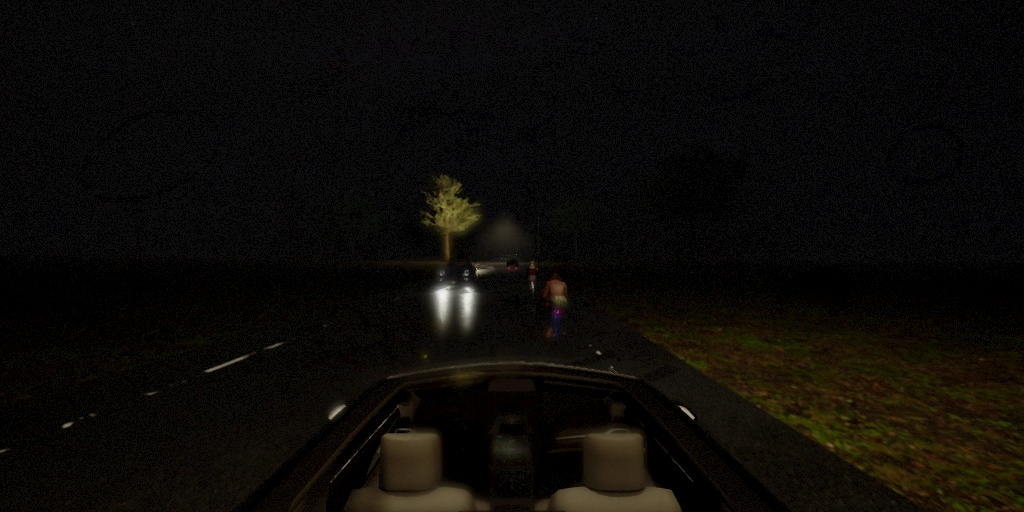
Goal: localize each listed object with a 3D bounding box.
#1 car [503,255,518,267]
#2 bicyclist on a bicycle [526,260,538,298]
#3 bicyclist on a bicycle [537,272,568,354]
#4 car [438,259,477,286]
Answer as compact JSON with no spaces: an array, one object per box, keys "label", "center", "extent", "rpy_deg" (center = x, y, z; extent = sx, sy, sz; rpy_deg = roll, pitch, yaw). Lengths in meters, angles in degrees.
[{"label":"car","center":[0.066,0.973,59.940],"extent":[2.128,1.511,4.902],"rpy_deg":[0,1,0]},{"label":"bicyclist on a bicycle","center":[0.951,1.085,17.115],"extent":[0.659,1.776,1.843],"rpy_deg":[0,0,0]},{"label":"bicyclist on a bicycle","center":[0.957,1.193,7.771],"extent":[0.582,1.620,1.656],"rpy_deg":[0,0,0]},{"label":"car","center":[-3.612,1.046,24.348],"extent":[2.097,1.767,4.553],"rpy_deg":[0,0,0]}]
